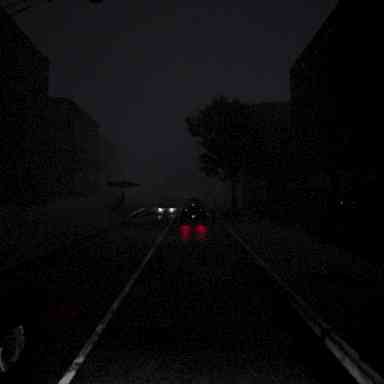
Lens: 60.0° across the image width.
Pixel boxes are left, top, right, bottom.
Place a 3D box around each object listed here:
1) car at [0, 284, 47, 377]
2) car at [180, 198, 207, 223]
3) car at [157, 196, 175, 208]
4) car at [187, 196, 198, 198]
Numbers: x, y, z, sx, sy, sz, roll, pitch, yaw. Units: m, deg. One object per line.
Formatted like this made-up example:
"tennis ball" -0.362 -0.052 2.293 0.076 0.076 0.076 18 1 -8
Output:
"car" -3.113 1.601 2.768 1.895 1.301 4.718 0 0 0
"car" 0.096 1.460 25.333 2.128 1.511 4.902 0 0 0
"car" -3.332 1.316 43.803 1.812 1.442 4.674 0 1 0
"car" 0.078 1.308 42.866 1.837 1.490 4.892 0 1 0
